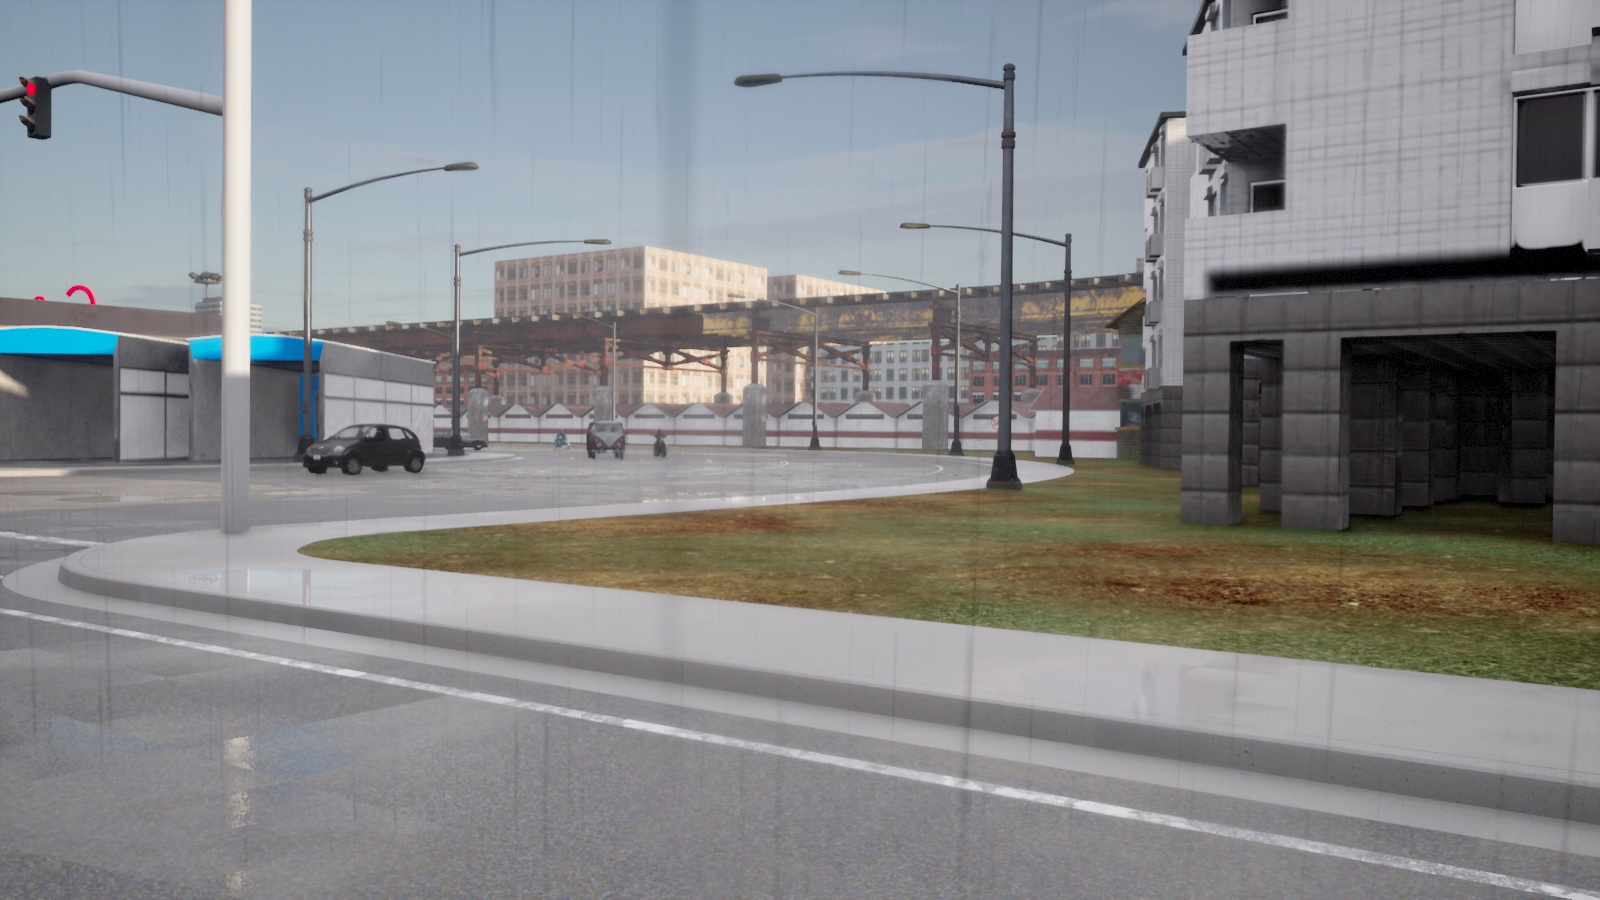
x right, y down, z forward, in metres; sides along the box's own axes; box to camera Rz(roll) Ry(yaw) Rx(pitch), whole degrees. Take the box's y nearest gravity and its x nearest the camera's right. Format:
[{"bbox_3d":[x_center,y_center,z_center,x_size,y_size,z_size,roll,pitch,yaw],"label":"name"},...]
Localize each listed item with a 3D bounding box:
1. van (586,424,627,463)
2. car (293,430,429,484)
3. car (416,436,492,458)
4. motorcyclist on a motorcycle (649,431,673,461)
[{"bbox_3d":[-10.146,-0.351,65.671,1.775,1.987,4.442,-1,1,-13],"label":"van"},{"bbox_3d":[-14.066,0.182,40.455,1.851,1.617,3.988,0,1,26],"label":"car"},{"bbox_3d":[-23.594,-0.220,85.560,5.357,1.411,2.033,0,1,35],"label":"car"},{"bbox_3d":[-7.828,-0.241,70.578,0.766,1.649,2.350,-1,1,-20],"label":"motorcyclist on a motorcycle"}]
